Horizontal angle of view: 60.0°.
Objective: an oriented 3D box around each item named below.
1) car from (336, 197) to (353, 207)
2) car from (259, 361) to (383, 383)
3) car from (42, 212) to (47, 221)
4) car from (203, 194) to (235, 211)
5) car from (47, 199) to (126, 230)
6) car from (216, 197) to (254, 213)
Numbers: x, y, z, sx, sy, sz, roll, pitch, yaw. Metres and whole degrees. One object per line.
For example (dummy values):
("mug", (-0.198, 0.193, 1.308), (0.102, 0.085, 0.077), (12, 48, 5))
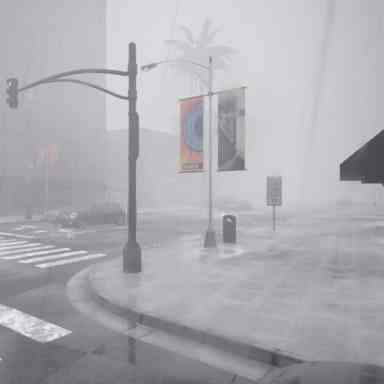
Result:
("car", (24.754, 1.622, 54.046), (2.128, 1.511, 4.902), (0, 0, 35))
("car", (2.166, 1.551, 1.301), (4.403, 1.369, 2.008), (0, 0, 36))
("car", (-8.377, 1.618, 24.379), (1.895, 1.301, 4.718), (0, 0, 35))
("car", (3.643, 1.278, 41.384), (2.150, 2.045, 5.566), (0, 0, 35))
("car", (-6.490, 1.371, 21.410), (2.097, 1.767, 4.553), (0, 0, 35))
("car", (5.311, 1.605, 38.119), (2.033, 1.411, 5.357), (0, 0, 35))
